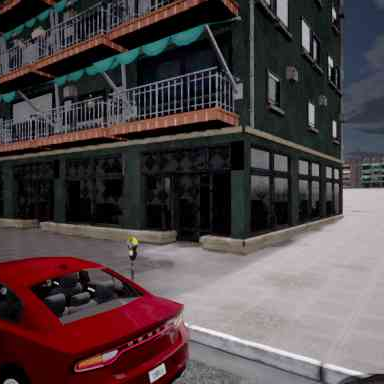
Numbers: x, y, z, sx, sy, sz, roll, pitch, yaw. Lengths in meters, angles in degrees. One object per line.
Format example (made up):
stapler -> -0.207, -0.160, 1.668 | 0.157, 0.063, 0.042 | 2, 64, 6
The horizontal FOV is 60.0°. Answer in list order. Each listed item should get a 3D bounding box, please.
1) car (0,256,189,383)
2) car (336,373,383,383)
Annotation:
car -> -2.138, 1.545, 4.389 | 4.507, 1.381, 1.887 | 0, 0, 35
car -> 2.460, 1.566, 1.129 | 4.313, 1.339, 1.947 | 0, 0, 35
